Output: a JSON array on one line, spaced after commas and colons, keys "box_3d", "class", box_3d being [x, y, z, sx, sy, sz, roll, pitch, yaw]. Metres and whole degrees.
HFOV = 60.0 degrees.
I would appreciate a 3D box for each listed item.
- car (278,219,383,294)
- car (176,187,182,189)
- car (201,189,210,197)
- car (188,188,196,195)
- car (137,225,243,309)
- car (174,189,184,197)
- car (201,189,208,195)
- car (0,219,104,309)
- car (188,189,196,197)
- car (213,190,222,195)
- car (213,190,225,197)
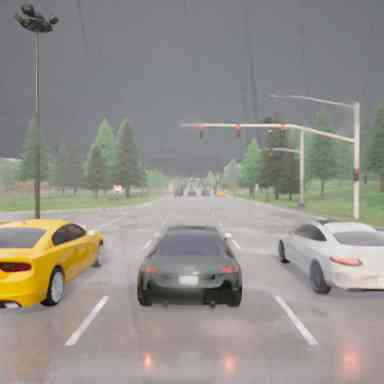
[{"box_3d": [3.519, 1.408, 8.300, 1.812, 1.442, 4.674, 0, 1, 1], "class": "car"}, {"box_3d": [-3.495, -0.230, 92.121, 2.150, 2.045, 5.566, 0, 1, 0], "class": "car"}, {"box_3d": [3.505, 0.398, 82.095, 1.994, 1.385, 4.181, 0, 1, 0], "class": "car"}, {"box_3d": [0.005, -0.099, 92.063, 2.097, 1.767, 4.553, 0, 1, 0], "class": "car"}, {"box_3d": [0.002, 1.454, 7.727, 1.994, 1.385, 4.181, 0, 1, 2], "class": "car"}, {"box_3d": [-3.495, 0.440, 82.126, 1.895, 1.301, 4.718, 0, 1, 0], "class": "car"}, {"box_3d": [3.505, 0.046, 92.095, 1.837, 1.490, 4.892, 0, 1, 0], "class": "car"}, {"box_3d": [-3.487, 1.367, 7.755, 1.882, 1.535, 5.008, 0, 1, 0], "class": "car"}, {"box_3d": [0.005, 0.201, 82.063, 2.097, 1.767, 4.553, 0, 1, 0], "class": "car"}, {"box_3d": [7.005, 0.098, 92.095, 1.994, 1.385, 4.181, 0, 1, 0], "class": "car"}, {"box_3d": [7.005, 0.328, 81.677, 1.882, 1.535, 5.008, 0, 1, 0], "class": "car"}]
